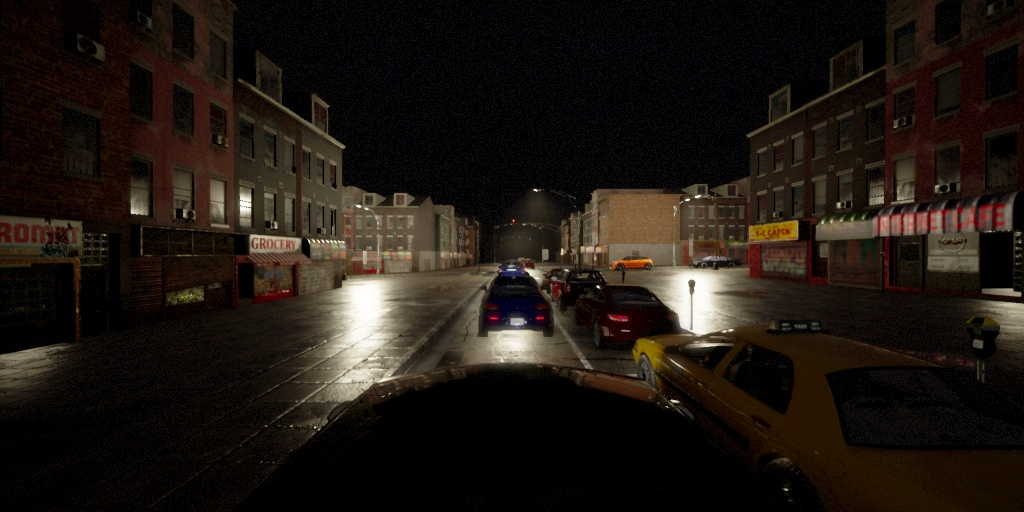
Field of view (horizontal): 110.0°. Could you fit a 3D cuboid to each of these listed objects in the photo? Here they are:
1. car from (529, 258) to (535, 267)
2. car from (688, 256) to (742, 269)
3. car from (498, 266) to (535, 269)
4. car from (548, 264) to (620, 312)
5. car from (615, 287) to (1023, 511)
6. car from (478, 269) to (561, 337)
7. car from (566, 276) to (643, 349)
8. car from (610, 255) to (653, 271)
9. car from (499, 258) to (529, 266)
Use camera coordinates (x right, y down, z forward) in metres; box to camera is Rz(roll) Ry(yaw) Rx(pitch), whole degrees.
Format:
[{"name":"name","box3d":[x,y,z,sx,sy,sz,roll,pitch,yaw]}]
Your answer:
[{"name":"car","box3d":[2.606,1.305,57.133,1.967,1.591,4.097,0,0,0]},{"name":"car","box3d":[22.822,0.682,40.333,5.357,1.411,2.033,-1,0,0]},{"name":"car","box3d":[0.096,1.357,17.555,1.895,1.301,4.718,0,0,0]},{"name":"car","box3d":[2.631,1.193,14.326,1.967,1.591,4.097,0,0,0]},{"name":"car","box3d":[2.637,1.275,3.562,1.751,1.417,4.829,0,0,0]},{"name":"car","box3d":[0.068,1.276,10.167,1.812,1.442,4.674,0,0,-1]},{"name":"car","box3d":[2.634,1.332,8.859,1.802,1.307,4.207,0,0,0]},{"name":"car","box3d":[13.335,0.732,40.308,4.553,1.767,2.097,-1,0,0]},{"name":"car","box3d":[-0.026,1.123,27.453,2.097,1.767,4.553,0,0,0]}]
